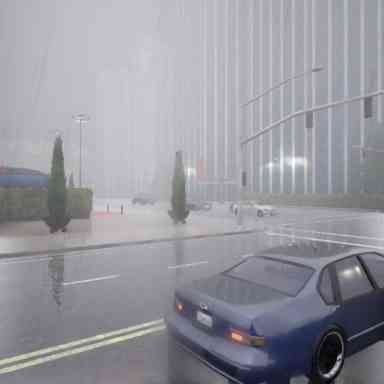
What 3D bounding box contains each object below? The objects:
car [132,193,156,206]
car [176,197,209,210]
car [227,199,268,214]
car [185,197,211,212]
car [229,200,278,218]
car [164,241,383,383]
[{"bbox_3d":[-8.171,1.220,56.037,2.150,2.045,5.566,0,0,-35],"label":"car"},{"bbox_3d":[-0.005,1.478,44.709,1.882,1.535,5.008,0,0,-36],"label":"car"},{"bbox_3d":[6.029,1.564,36.386,1.994,1.385,4.181,0,0,-36],"label":"car"},{"bbox_3d":[0.255,1.490,38.387,2.128,1.511,4.902,0,0,-36],"label":"car"},{"bbox_3d":[5.755,1.526,30.845,1.812,1.442,4.674,0,0,-36],"label":"car"},{"bbox_3d":[2.203,1.547,5.375,5.357,1.411,2.033,0,0,-35],"label":"car"}]
